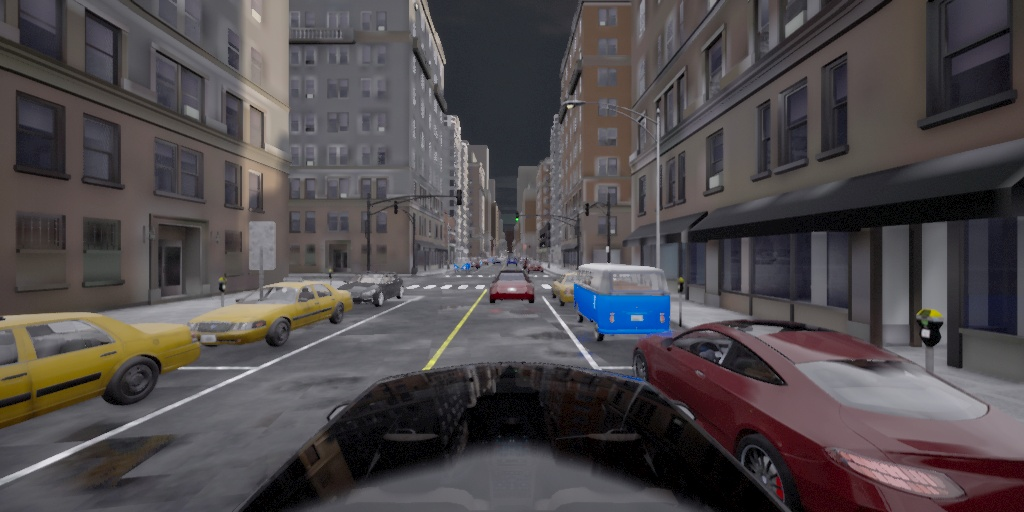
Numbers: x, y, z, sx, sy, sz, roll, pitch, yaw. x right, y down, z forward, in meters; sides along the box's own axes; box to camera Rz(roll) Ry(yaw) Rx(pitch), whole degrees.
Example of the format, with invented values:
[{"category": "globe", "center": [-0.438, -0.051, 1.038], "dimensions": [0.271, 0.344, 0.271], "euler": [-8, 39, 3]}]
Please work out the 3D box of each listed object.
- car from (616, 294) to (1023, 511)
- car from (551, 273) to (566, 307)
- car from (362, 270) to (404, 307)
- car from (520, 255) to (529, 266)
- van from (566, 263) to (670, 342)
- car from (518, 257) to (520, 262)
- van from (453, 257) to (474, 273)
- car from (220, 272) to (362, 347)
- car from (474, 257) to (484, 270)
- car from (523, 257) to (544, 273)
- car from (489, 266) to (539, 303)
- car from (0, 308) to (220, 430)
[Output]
[{"category": "car", "center": [2.668, 1.330, 3.838], "dimensions": [1.802, 1.307, 4.207], "euler": [0, 0, 0]}, {"category": "car", "center": [2.668, 1.269, 15.347], "dimensions": [1.751, 1.417, 4.829], "euler": [0, 0, 0]}, {"category": "car", "center": [-5.857, 1.294, 15.159], "dimensions": [2.007, 1.370, 4.403], "euler": [0, 0, 0]}, {"category": "car", "center": [2.668, 1.034, 53.544], "dimensions": [2.192, 1.841, 5.009], "euler": [0, 0, 0]}, {"category": "van", "center": [2.668, 1.087, 9.508], "dimensions": [1.690, 1.789, 3.998], "euler": [0, 0, 0]}, {"category": "car", "center": [2.668, 1.254, 64.714], "dimensions": [2.007, 1.370, 4.403], "euler": [0, 0, 0]}, {"category": "van", "center": [-5.857, 1.070, 42.355], "dimensions": [1.690, 1.789, 3.998], "euler": [0, 0, 0]}, {"category": "car", "center": [-5.857, 1.272, 9.322], "dimensions": [1.751, 1.417, 4.829], "euler": [0, 0, 0]}, {"category": "car", "center": [-5.857, 1.034, 53.528], "dimensions": [2.192, 1.841, 5.009], "euler": [0, 0, 0]}, {"category": "car", "center": [2.668, 1.169, 42.373], "dimensions": [1.967, 1.591, 4.097], "euler": [0, 0, 0]}, {"category": "car", "center": [0.000, 1.316, 16.499], "dimensions": [1.994, 1.385, 4.181], "euler": [0, 0, 0]}, {"category": "car", "center": [-5.857, 1.273, 3.653], "dimensions": [1.751, 1.417, 4.829], "euler": [0, 0, 0]}]
